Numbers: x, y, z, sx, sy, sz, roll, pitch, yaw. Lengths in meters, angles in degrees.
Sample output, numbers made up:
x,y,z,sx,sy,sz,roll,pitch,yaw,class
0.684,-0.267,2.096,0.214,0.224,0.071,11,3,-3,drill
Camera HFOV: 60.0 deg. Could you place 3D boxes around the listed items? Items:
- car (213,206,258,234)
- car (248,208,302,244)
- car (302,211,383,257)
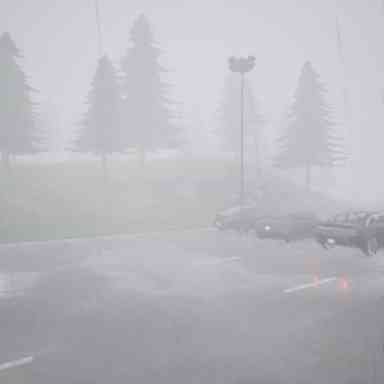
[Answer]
x,y,z,sx,sy,sz,roll,pitch,yaw,class
3.300,1.534,19.057,4.674,1.442,1.812,0,0,-35,car
5.007,1.573,15.978,4.181,1.385,1.994,0,0,-35,car
6.832,1.500,12.986,4.902,1.511,2.128,0,0,-35,car
